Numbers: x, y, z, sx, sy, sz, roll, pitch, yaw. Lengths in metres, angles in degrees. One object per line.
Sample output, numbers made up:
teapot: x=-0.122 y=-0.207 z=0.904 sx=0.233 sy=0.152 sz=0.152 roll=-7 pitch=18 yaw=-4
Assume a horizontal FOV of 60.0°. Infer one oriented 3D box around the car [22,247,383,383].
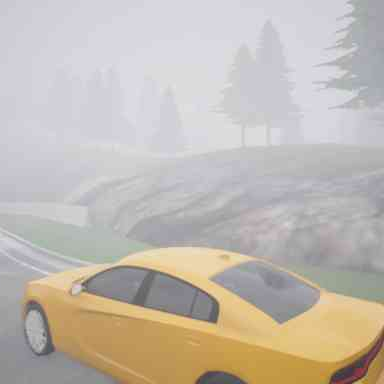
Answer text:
car: x=-0.288 y=1.479 z=4.301 sx=5.008 sy=1.535 sz=1.882 roll=0 pitch=0 yaw=37
